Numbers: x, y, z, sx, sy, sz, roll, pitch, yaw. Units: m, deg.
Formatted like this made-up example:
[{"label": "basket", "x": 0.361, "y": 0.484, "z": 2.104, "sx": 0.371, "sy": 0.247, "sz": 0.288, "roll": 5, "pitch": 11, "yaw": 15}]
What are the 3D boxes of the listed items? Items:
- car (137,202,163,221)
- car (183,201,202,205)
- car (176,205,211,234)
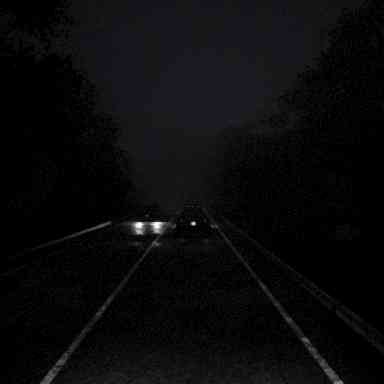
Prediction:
[{"label": "car", "x": -3.631, "y": 1.695, "z": 29.288, "sx": 1.837, "sy": 1.490, "sz": 4.892, "roll": 0, "pitch": 0, "yaw": 0}, {"label": "car", "x": 0.058, "y": 1.721, "z": 36.835, "sx": 2.128, "sy": 1.511, "sz": 4.902, "roll": 0, "pitch": 0, "yaw": 0}, {"label": "car", "x": 0.077, "y": 1.706, "z": 20.115, "sx": 1.994, "sy": 1.385, "sz": 4.181, "roll": 0, "pitch": 0, "yaw": 0}]
